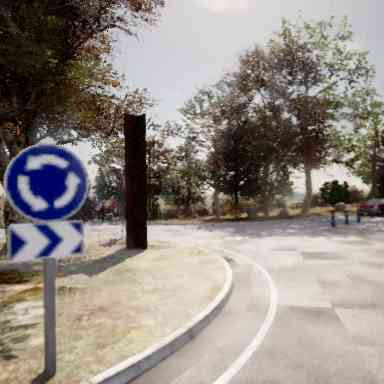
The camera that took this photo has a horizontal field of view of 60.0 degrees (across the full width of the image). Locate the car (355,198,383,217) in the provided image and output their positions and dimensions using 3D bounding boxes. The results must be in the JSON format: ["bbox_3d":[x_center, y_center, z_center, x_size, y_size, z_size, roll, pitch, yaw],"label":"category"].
[{"bbox_3d":[17.396,1.383,31.619,4.553,1.767,2.097,-1,-1,-40],"label":"car"}]
